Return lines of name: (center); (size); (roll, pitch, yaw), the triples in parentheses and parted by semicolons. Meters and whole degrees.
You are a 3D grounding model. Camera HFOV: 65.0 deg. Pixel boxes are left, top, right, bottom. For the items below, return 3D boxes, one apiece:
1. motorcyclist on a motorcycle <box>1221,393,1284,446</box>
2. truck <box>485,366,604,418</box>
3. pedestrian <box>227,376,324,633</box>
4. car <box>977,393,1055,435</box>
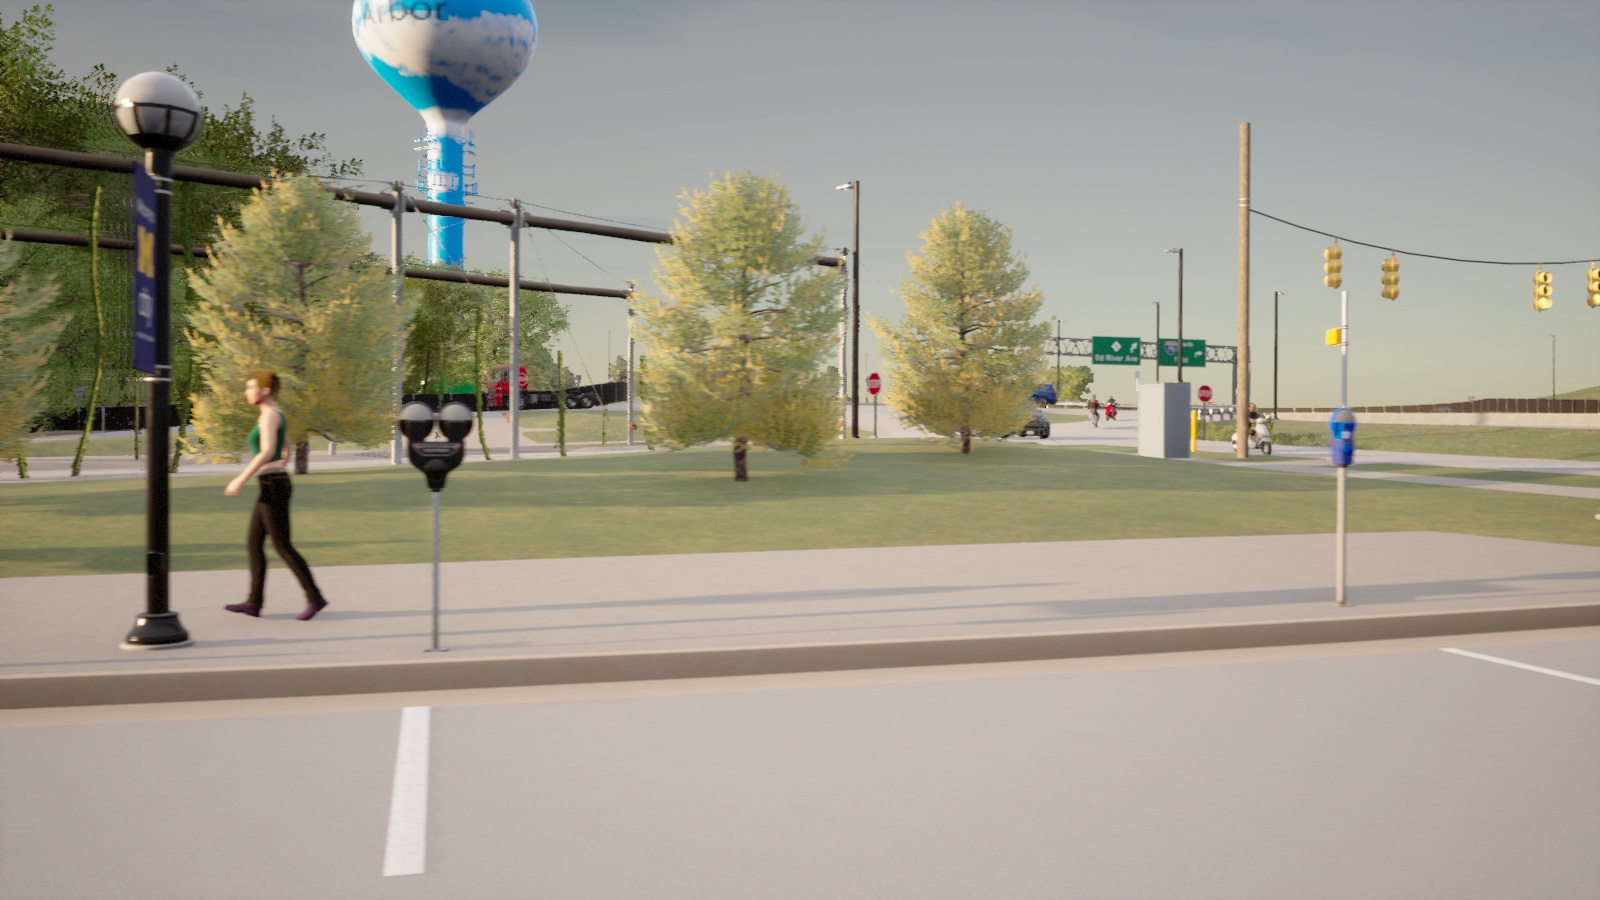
motorcyclist on a motorcycle: (13.827, -0.940, 38.424); (0.866, 1.590, 1.817); (-1, 2, -18)
truck: (-18.773, -4.259, 92.359); (7.936, 3.462, 2.891); (-4, 2, -28)
pedestrian: (-3.847, 0.385, 9.229); (0.594, 1.836, 0.345); (-1, 0, -17)
car: (9.451, -1.608, 55.349); (2.097, 1.767, 4.553); (-1, 2, -8)
